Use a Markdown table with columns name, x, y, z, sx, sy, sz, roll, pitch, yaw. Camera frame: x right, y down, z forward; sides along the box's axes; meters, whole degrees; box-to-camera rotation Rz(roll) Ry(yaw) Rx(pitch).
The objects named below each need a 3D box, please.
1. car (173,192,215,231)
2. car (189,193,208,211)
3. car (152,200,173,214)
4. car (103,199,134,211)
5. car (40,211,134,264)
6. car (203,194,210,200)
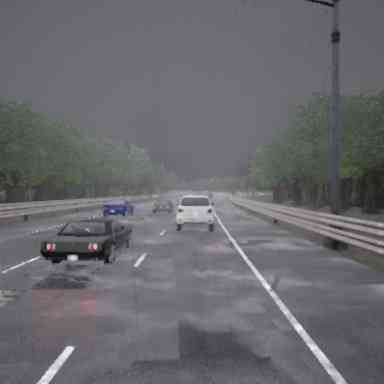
| name | x | y | z | sx | sy | sz | roll | pitch | yaw |
| --- | --- | --- | --- | --- | --- | --- | --- | --- | --- |
| car | 0.224 | 1.193 | 20.765 | 2.150 | 2.045 | 5.566 | 0 | 0 | 1 |
| car | 0.841 | 1.149 | 40.629 | 2.150 | 2.045 | 5.566 | 0 | 0 | 2 |
| car | -2.854 | 1.475 | 34.189 | 2.033 | 1.411 | 5.357 | 0 | 0 | 2 |
| car | -6.467 | 1.399 | 29.817 | 1.882 | 1.535 | 5.008 | 0 | 0 | 2 |
| car | -3.348 | 1.572 | 11.647 | 1.895 | 1.301 | 4.718 | 0 | 0 | 1 |
| car | 3.886 | 1.240 | 88.095 | 1.837 | 1.490 | 4.892 | 0 | 0 | 5 |
